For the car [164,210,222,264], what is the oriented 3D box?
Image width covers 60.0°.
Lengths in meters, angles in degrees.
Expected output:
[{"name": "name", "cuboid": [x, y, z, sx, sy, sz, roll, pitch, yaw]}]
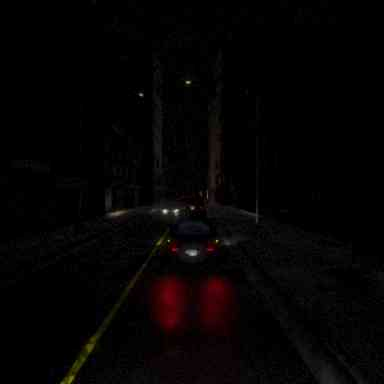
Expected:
[{"name": "car", "cuboid": [0.058, 1.587, 11.925, 1.812, 1.442, 4.674, 0, 0, 1]}]

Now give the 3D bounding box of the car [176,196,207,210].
[{"name": "car", "cuboid": [0.069, 1.379, 28.784, 2.150, 2.045, 5.566, 0, 0, 0]}]

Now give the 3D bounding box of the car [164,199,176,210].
[{"name": "car", "cuboid": [-3.075, 1.770, 48.872, 1.882, 1.535, 5.008, 0, -1, 0]}]
